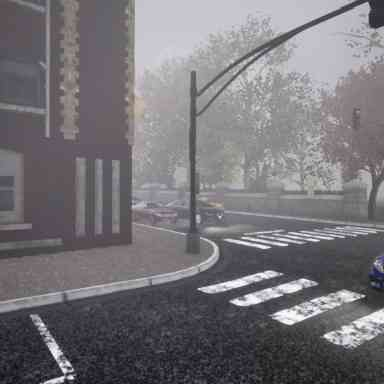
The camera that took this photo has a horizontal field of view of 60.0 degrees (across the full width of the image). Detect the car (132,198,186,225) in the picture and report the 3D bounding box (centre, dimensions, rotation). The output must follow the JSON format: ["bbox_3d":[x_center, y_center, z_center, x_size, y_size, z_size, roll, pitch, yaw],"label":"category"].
[{"bbox_3d":[-2.503,1.257,21.022,1.802,1.307,4.206,2,0,-36],"label":"car"}]

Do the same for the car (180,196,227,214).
[{"bbox_3d":[0.950,1.130,30.551,1.752,1.417,4.829,1,0,-36],"label":"car"}]

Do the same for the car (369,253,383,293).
[{"bbox_3d":[5.908,1.493,7.530,4.674,1.442,1.812,0,1,-35],"label":"car"}]

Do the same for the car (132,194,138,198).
[{"bbox_3d":[-5.688,1.029,29.833,1.837,1.490,4.892,0,1,-36],"label":"car"}]

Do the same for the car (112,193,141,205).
[{"bbox_3d":[-8.681,0.864,43.876,2.008,1.369,4.403,1,0,-36],"label":"car"}]

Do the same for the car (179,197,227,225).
[{"bbox_3d":[0.164,1.208,21.687,1.837,1.490,4.892,0,1,-39],"label":"car"}]
